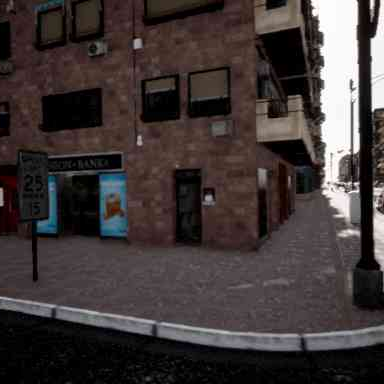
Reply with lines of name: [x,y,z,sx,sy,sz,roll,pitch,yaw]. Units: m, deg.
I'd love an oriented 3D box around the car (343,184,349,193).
car: [25.953,-0.465,53.533,2.008,1.369,4.403,0,2,22]

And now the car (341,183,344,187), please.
car: [28.028,-0.762,58.773,1.967,1.590,4.097,0,2,22]

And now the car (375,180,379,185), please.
car: [44.121,-1.508,76.663,2.008,1.369,4.403,0,2,22]

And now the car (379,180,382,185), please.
car: [42.108,-1.354,71.578,1.752,1.417,4.829,0,2,22]

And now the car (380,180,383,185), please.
car: [32.215,-0.696,53.657,1.882,1.535,5.008,-1,2,22]

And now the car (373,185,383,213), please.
car: [13.496,0.546,22.068,1.967,1.590,4.097,0,2,22]

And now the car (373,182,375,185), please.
car: [46.195,-1.930,81.899,2.192,1.841,5.009,0,2,22]

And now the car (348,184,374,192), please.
car: [21.801,-0.098,43.046,1.887,1.381,4.507,0,2,22]
